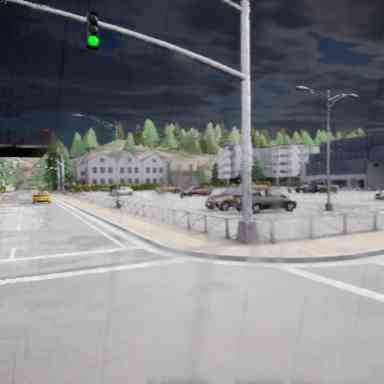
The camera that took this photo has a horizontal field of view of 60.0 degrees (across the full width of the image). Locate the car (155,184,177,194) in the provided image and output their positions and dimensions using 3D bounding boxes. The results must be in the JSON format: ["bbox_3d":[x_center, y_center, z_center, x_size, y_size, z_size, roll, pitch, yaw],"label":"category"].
[{"bbox_3d":[-4.286,-0.561,59.604,4.605,1.855,1.932,-2,2,-27],"label":"car"}]

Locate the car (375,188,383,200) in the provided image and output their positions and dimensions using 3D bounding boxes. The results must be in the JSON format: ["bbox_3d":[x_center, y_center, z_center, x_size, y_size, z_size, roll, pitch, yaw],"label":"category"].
[{"bbox_3d":[20.223,0.057,33.334,3.806,1.475,1.970,-2,2,-27],"label":"car"}]

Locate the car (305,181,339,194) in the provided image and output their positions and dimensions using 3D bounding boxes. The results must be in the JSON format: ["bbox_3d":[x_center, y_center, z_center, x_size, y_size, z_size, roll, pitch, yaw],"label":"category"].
[{"bbox_3d":[20.034,-0.727,50.655,4.605,1.855,1.932,-2,2,-27],"label":"car"}]

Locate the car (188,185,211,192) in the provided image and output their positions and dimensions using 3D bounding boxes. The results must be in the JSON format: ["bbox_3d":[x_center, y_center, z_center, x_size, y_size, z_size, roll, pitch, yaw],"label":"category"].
[{"bbox_3d":[1.587,-0.771,70.276,4.514,1.523,2.007,-2,2,-27],"label":"car"}]

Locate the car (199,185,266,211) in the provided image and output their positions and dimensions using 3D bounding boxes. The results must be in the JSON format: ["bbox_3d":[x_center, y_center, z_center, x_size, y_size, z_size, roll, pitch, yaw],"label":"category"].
[{"bbox_3d":[3.447,0.532,25.162,5.027,1.636,2.152,-2,2,-27],"label":"car"}]

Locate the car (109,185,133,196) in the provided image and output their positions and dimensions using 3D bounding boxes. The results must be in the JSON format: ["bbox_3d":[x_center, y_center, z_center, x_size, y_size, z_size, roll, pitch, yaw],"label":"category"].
[{"bbox_3d":[-11.855,-0.055,55.806,3.806,1.475,1.970,-2,2,-27],"label":"car"}]

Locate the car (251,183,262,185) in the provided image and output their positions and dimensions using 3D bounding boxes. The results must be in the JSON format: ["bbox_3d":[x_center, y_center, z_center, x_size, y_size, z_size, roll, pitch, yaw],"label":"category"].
[{"bbox_3d":[12.674,-0.943,64.528,5.027,1.636,2.152,-2,2,-27],"label":"car"}]

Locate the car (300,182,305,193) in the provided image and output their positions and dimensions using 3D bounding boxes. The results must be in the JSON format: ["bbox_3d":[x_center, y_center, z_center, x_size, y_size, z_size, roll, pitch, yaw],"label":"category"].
[{"bbox_3d":[18.371,-0.788,53.072,3.866,1.878,1.905,-2,2,-27],"label":"car"}]

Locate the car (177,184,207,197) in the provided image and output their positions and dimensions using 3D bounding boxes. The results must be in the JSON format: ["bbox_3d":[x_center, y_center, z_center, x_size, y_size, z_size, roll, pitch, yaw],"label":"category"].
[{"bbox_3d":[0.628,-0.115,48.142,4.514,1.523,2.007,-2,2,-27],"label":"car"}]

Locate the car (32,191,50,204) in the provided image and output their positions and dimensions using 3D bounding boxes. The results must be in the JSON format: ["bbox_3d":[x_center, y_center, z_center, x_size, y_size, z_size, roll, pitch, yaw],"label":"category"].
[{"bbox_3d":[-18.587,0.607,40.966,1.882,1.535,5.008,-2,2,-26],"label":"car"}]

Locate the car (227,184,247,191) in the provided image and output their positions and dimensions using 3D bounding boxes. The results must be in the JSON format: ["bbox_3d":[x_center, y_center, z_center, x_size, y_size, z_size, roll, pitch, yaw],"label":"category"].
[{"bbox_3d":[9.527,-0.971,70.131,3.806,1.475,1.970,-2,2,-27],"label":"car"}]

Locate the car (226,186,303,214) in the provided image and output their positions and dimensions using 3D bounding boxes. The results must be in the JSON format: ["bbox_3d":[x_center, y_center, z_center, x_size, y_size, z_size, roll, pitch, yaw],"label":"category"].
[{"bbox_3d":[4.891,0.596,22.377,4.514,1.523,2.007,-2,2,-27],"label":"car"}]
